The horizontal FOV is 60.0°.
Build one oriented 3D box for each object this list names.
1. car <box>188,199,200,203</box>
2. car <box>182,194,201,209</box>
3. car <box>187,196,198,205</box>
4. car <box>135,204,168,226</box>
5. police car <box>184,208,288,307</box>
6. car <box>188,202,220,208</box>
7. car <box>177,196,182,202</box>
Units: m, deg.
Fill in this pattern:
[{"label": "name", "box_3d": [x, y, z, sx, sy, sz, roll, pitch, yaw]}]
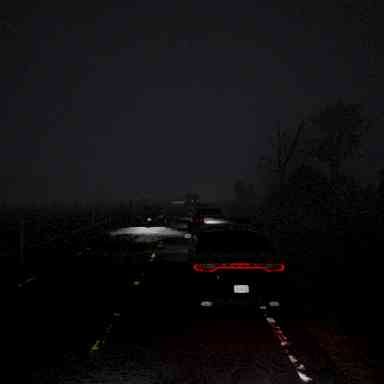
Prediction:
[{"label": "car", "box_3d": [0.847, 1.511, 24.068, 1.837, 1.490, 4.892, 0, 0, 0]}, {"label": "car", "box_3d": [0.078, 1.251, 45.961, 2.150, 2.045, 5.566, 0, 0, 1]}, {"label": "car", "box_3d": [0.054, 1.534, 60.575, 1.882, 1.535, 5.008, 0, 0, 0]}, {"label": "car", "box_3d": [-2.728, 1.569, 23.193, 1.994, 1.385, 4.181, 0, 0, 0]}, {"label": "police car", "box_3d": [0.833, 1.426, 8.178, 1.930, 1.638, 5.238, 0, 0, 0]}, {"label": "car", "box_3d": [0.841, 1.508, 18.068, 1.837, 1.490, 4.892, 0, 0, 0]}, {"label": "car", "box_3d": [-2.681, 1.701, 79.432, 1.895, 1.301, 4.718, 0, 0, 0]}]
